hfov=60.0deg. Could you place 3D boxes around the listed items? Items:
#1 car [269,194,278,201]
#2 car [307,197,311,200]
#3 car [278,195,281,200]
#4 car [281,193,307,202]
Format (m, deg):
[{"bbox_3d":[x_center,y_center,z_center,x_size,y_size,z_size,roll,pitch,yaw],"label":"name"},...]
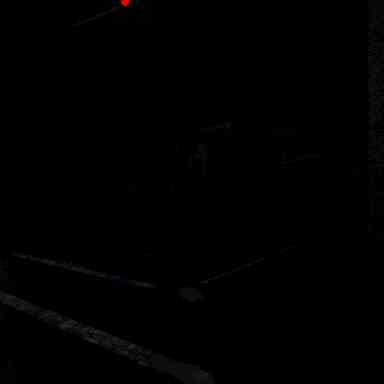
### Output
[{"bbox_3d":[16.896,1.113,77.437,4.605,1.855,1.932,0,0,35],"label":"car"},{"bbox_3d":[23.866,1.378,72.608,3.806,1.475,1.970,0,0,35],"label":"car"},{"bbox_3d":[24.618,1.315,87.237,4.514,1.523,2.007,0,0,35],"label":"car"},{"bbox_3d":[21.460,1.093,70.234,3.866,1.878,1.905,0,0,35],"label":"car"}]
